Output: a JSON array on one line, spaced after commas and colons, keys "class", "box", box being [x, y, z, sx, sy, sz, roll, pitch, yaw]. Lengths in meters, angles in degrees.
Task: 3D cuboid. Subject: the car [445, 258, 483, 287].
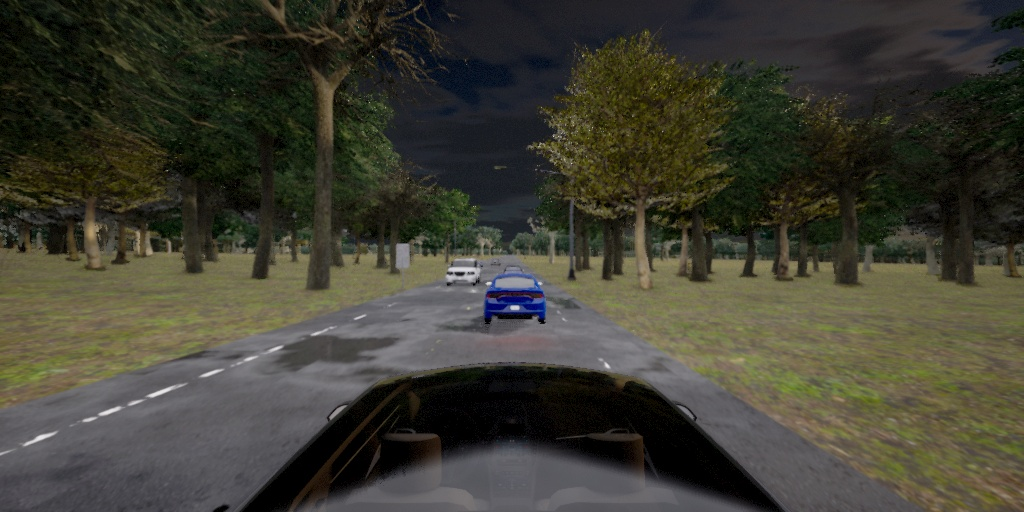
[{"class": "car", "box": [-3.606, 1.201, 27.474, 2.150, 2.045, 5.566, 0, 0, 0]}]

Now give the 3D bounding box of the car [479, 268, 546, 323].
[{"class": "car", "box": [0.092, 1.348, 12.651, 1.882, 1.535, 5.008, 0, -1, 0]}]

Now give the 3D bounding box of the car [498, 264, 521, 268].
[{"class": "car", "box": [0.099, 1.548, 31.959, 2.033, 1.411, 5.357, 0, 0, 0]}]
